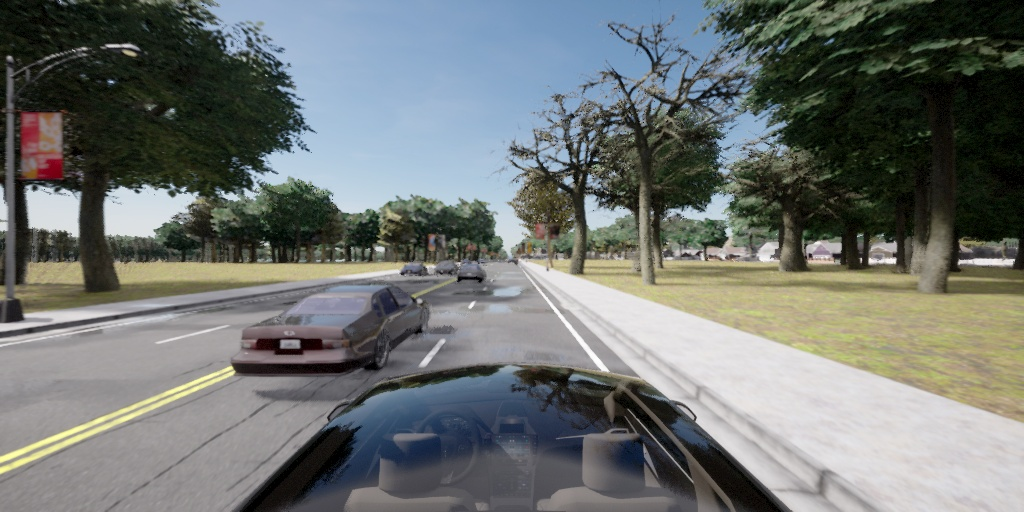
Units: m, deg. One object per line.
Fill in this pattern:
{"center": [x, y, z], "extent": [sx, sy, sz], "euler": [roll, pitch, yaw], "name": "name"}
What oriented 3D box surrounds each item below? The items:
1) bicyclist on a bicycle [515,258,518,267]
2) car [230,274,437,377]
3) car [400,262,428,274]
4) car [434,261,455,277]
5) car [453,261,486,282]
{"center": [0.842, 1.163, 62.600], "extent": [0.659, 1.776, 1.843], "euler": [0, 0, 0], "name": "bicyclist on a bicycle"}
{"center": [-3.154, 1.298, 7.604], "extent": [2.033, 1.411, 5.357], "euler": [0, 0, 0], "name": "car"}
{"center": [-9.869, 1.331, 36.402], "extent": [1.994, 1.385, 4.181], "euler": [0, 0, 0], "name": "car"}
{"center": [-6.620, 1.274, 36.348], "extent": [1.837, 1.490, 4.892], "euler": [0, 0, 0], "name": "car"}
{"center": [-3.173, 1.325, 28.670], "extent": [1.994, 1.385, 4.181], "euler": [0, 0, 0], "name": "car"}
